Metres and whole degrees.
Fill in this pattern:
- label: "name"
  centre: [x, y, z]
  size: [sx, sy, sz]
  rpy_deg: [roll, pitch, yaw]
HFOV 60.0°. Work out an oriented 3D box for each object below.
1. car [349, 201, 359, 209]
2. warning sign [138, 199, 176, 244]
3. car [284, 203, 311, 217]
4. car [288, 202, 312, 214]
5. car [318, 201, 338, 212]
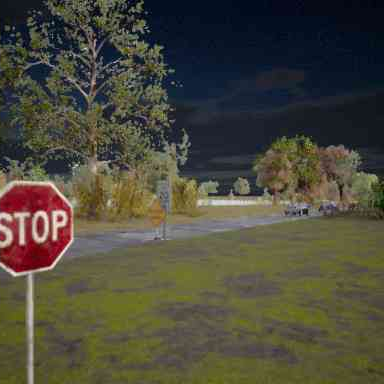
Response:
- label: "car"
  centre: [31.736, 2.543, 64.758]
  size: [1.882, 1.535, 5.008]
  rpy_deg: [-1, -2, 35]
- label: "warning sign"
  centre: [-1.561, 1.247, 14.810]
  size: [1.300, 1.860, 1.060]
  rpy_deg: [0, 0, 35]
- label: "car"
  centre: [12.354, 2.082, 38.869]
  size: [2.128, 1.511, 4.902]
  rpy_deg: [-1, -2, 35]
- label: "car"
  centre: [15.858, 2.295, 48.630]
  size: [1.882, 1.535, 5.008]
  rpy_deg: [-1, -2, 35]
- label: "car"
  centre: [20.965, 2.180, 51.117]
  size: [2.097, 1.767, 4.553]
  rpy_deg: [-1, -2, 35]
